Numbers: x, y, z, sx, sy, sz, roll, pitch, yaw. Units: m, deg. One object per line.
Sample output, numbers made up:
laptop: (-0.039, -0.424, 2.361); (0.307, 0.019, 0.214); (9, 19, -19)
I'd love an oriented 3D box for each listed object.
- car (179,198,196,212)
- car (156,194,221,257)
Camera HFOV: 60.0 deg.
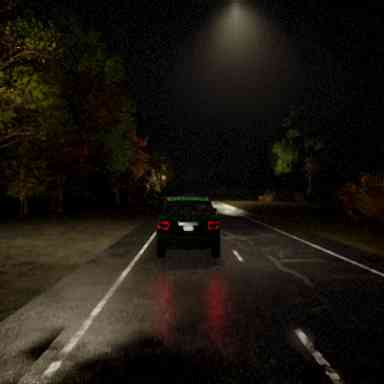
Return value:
car: (-0.527, 1.486, 38.977); (1.837, 1.490, 4.892); (0, 0, -1)
car: (-0.150, 1.219, 13.005); (2.150, 2.045, 5.566); (0, 0, -1)
